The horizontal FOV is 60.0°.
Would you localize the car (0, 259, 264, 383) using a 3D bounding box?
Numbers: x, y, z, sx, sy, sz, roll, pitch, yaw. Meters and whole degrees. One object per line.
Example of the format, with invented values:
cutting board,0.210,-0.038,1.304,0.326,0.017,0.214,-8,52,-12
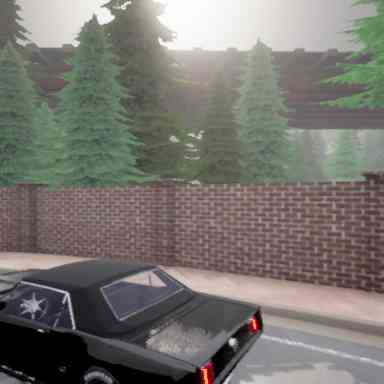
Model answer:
car,-1.585,1.625,4.490,4.718,1.301,1.895,0,0,29
